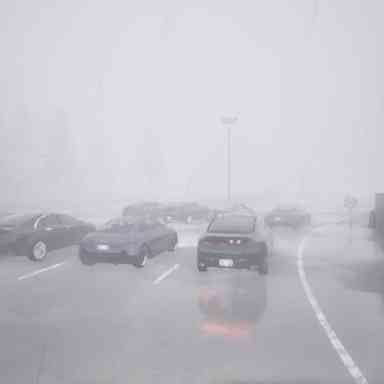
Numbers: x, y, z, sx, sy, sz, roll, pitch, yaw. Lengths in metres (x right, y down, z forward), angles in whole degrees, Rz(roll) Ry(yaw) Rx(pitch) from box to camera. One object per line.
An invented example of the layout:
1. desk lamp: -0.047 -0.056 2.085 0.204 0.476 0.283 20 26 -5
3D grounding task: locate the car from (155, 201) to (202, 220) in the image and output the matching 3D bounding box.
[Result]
1. car: -0.204 1.413 23.515 1.837 1.490 4.892 0 0 32

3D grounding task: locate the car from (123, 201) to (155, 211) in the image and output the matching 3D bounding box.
1. car: -3.178 1.437 25.361 1.837 1.490 4.892 0 0 32

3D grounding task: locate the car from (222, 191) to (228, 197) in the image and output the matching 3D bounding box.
1. car: 8.915 0.426 80.135 1.812 1.442 4.674 0 2 35

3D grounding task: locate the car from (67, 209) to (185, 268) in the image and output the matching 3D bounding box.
1. car: -1.906 1.491 11.098 1.994 1.385 4.181 0 0 16

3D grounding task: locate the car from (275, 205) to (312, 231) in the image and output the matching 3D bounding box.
1. car: 5.744 1.428 19.826 1.994 1.385 4.181 0 0 32

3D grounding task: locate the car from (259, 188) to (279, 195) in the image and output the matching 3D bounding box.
1. car: 17.544 0.062 74.156 2.150 2.045 5.566 0 2 35

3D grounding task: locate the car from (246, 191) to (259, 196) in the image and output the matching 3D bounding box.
1. car: 14.684 0.410 76.171 1.994 1.385 4.181 0 2 35

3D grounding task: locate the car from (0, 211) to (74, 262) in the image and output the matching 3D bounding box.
1. car: -5.272 1.452 12.057 1.837 1.490 4.892 0 0 16

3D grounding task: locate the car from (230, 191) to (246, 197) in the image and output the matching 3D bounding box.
1. car: 11.800 0.419 78.153 2.033 1.411 5.357 0 2 35

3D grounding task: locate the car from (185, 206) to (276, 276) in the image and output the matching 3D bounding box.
1. car: 1.460 1.400 10.140 1.837 1.490 4.892 0 0 16

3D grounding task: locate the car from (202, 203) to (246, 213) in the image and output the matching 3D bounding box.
1. car: 2.769 1.408 21.670 1.812 1.442 4.674 0 0 32
